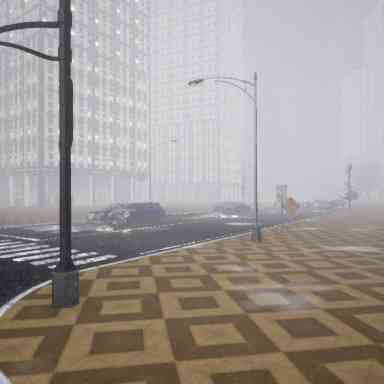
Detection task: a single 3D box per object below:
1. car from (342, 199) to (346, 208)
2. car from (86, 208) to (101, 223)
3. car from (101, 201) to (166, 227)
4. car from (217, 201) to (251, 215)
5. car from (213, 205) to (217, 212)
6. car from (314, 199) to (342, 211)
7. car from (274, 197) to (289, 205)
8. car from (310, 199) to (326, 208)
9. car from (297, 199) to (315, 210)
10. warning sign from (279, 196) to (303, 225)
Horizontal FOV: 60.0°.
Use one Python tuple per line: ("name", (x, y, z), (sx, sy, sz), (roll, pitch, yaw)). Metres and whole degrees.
("car", (24.191, 1.839, 54.740), (1.882, 1.535, 5.008), (0, 0, 31))
("car", (-6.103, 1.657, 26.564), (2.128, 1.511, 4.902), (0, -1, 34))
("car", (-3.904, 1.496, 24.021), (2.097, 1.767, 4.553), (0, 0, 34))
("car", (4.969, 1.807, 37.026), (1.994, 1.385, 4.181), (0, 0, 34))
("car", (4.283, 1.845, 41.811), (1.994, 1.385, 4.181), (0, -1, 34))
("car", (18.796, 1.852, 45.886), (2.033, 1.411, 5.357), (0, 0, 31))
("car", (13.755, 1.558, 50.197), (1.837, 1.490, 4.892), (0, 0, 32))
("car", (21.466, 1.903, 56.514), (1.812, 1.442, 4.674), (0, 0, 31))
("car", (16.286, 1.923, 47.999), (1.895, 1.301, 4.718), (0, 0, 32))
("warning sign", (6.824, 1.251, 22.958), (1.300, 1.860, 1.060), (0, 0, 34))
